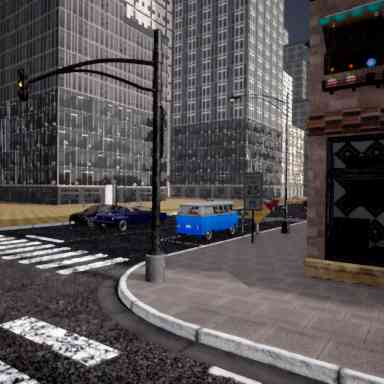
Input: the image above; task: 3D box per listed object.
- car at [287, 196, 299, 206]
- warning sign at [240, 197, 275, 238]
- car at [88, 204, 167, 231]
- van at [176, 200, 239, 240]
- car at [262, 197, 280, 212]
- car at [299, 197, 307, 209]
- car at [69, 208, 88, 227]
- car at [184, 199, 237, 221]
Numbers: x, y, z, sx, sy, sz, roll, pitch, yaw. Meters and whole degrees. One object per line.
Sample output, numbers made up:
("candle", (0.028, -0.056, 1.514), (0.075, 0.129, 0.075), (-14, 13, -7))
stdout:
("car", (16.469, 1.363, 53.243), (1.752, 1.417, 4.829), (1, 1, 35))
("warning sign", (3.184, 1.177, 16.086), (1.300, 1.860, 1.060), (1, 1, 35))
("car", (-3.711, 1.540, 20.493), (1.895, 1.301, 4.718), (1, 1, 35))
("van", (0.904, 1.368, 16.983), (1.690, 1.788, 3.998), (1, 1, 35))
("car", (7.536, 1.505, 36.247), (1.895, 1.301, 4.718), (1, 1, 36))
("car", (15.637, 1.415, 42.204), (1.882, 1.535, 5.008), (1, 1, 36))
("car", (-5.921, 1.467, 21.852), (1.947, 1.339, 4.313), (1, 1, 35))
("car", (1.678, 1.413, 28.044), (2.128, 1.511, 4.902), (1, 1, 35))
